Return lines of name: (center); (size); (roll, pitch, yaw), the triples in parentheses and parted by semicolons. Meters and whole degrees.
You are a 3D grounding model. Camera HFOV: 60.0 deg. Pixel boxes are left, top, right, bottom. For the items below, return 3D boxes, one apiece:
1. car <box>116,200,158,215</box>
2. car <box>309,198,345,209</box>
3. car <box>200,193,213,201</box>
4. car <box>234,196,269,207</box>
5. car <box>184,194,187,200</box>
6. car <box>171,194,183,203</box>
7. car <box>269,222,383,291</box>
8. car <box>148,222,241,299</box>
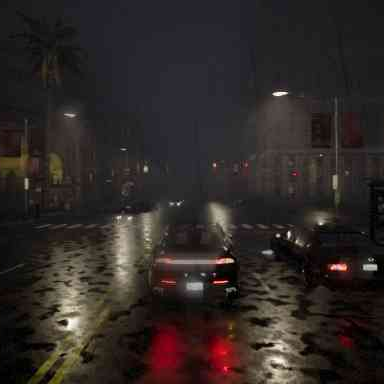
car: (-5.477, 1.547, 34.038); (2.033, 1.411, 5.357); (0, 0, 24)
car: (18.120, 1.526, 44.744); (4.674, 1.442, 1.812); (0, 0, 0)
car: (3.510, 1.478, 80.787); (1.882, 1.535, 5.008); (0, 0, 0)
car: (9.349, 1.352, 50.571); (4.553, 1.767, 2.097); (0, 0, 26)
car: (-2.713, 1.355, 91.427); (2.097, 1.767, 4.553); (0, 0, 10)
car: (-3.492, 1.595, 71.623); (1.895, 1.301, 4.718); (0, 0, 0)
car: (3.563, 1.547, 9.127); (2.033, 1.411, 5.357); (0, 0, 0)
car: (0.060, 1.492, 8.425); (2.128, 1.511, 4.902); (0, 0, 0)
